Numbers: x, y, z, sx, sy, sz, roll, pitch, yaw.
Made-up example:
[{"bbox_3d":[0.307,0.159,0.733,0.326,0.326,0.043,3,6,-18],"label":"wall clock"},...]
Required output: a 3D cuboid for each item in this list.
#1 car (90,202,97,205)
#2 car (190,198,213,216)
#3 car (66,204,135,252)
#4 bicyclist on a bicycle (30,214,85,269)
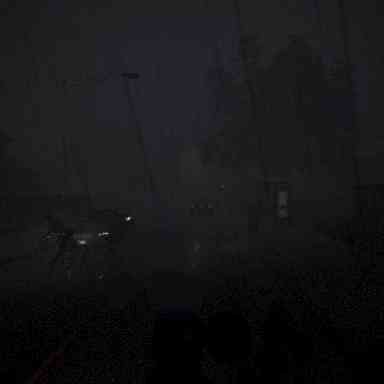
[{"bbox_3d":[-11.934,1.356,33.987,5.357,1.415,2.033,0,0,4],"label":"car"},{"bbox_3d":[0.959,1.352,32.774,2.097,1.767,4.553,0,0,2],"label":"car"},{"bbox_3d":[-3.705,1.491,14.067,2.128,1.511,4.902,0,0,3],"label":"car"},{"bbox_3d":[-3.922,1.455,9.645,1.656,1.620,0.582,-2,0,2],"label":"bicyclist on a bicycle"}]
